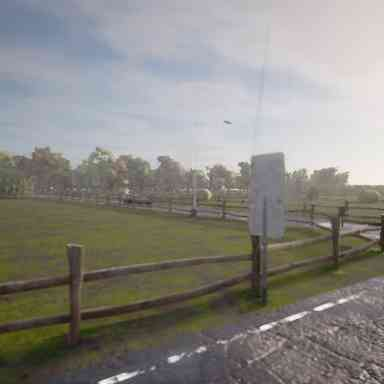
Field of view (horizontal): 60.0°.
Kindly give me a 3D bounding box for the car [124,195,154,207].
[{"bbox_3d":[-6.464,1.083,40.581,1.895,1.301,4.718,1,0,-36],"label":"car"}]
